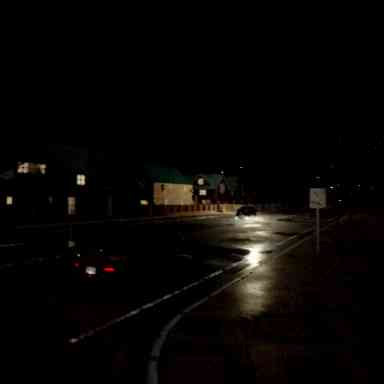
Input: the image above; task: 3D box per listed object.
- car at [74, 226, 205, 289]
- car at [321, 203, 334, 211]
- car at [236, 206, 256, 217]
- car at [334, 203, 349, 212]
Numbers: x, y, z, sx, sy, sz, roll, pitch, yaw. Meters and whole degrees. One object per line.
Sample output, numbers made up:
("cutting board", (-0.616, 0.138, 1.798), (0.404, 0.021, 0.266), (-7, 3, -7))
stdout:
("car", (-1.279, 1.712, 9.758), (1.812, 1.442, 4.674), (0, -2, 28))
("car", (32.197, 3.870, 79.946), (1.882, 1.535, 5.008), (0, -2, 28))
("car", (7.821, 2.747, 47.791), (1.837, 1.490, 4.892), (0, -2, 28))
("car", (36.628, 4.038, 81.371), (1.994, 1.385, 4.181), (0, -2, 28))
